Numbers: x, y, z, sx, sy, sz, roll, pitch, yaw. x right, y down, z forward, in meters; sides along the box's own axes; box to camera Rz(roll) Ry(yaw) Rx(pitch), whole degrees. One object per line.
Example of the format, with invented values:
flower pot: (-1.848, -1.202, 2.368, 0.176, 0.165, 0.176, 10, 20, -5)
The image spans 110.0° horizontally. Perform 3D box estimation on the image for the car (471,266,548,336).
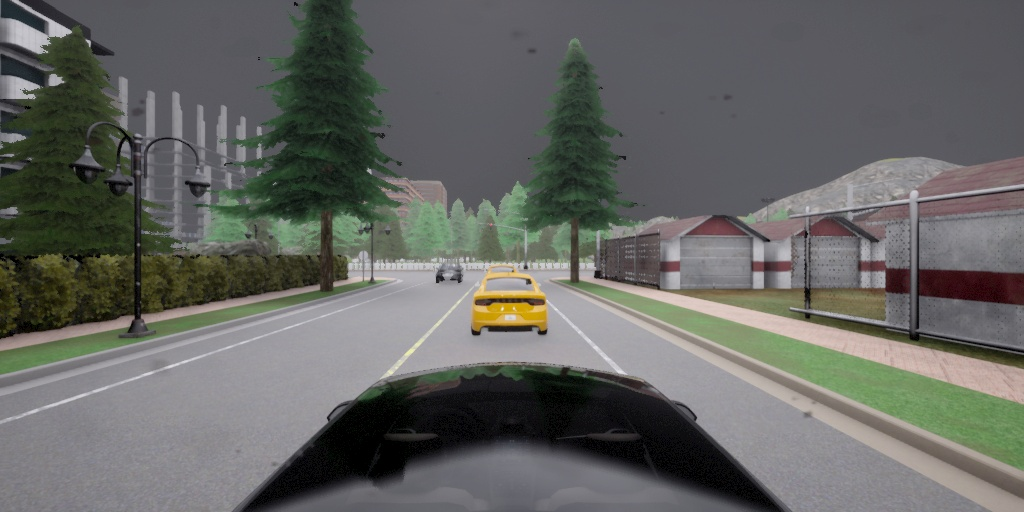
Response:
car: (-0.112, 1.227, 10.494, 1.882, 1.535, 5.008, 0, 0, -2)

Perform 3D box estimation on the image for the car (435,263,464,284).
car: (-4.723, 1.277, 27.507, 2.128, 1.511, 4.902, 0, 0, -5)
